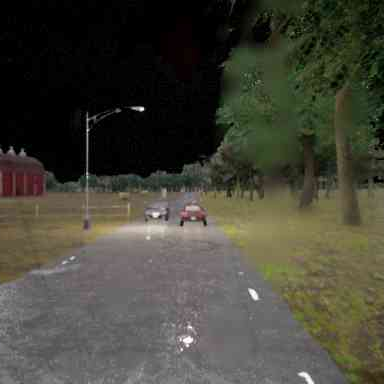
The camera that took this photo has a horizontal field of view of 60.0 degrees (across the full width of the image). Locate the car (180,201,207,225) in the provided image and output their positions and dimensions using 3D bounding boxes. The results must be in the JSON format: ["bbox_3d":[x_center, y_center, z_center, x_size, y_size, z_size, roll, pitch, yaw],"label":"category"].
[{"bbox_3d":[0.100,1.602,24.576,1.812,1.442,4.674,0,0,0],"label":"car"}]

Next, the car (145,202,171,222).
[{"bbox_3d":[-2.754,1.580,27.630,2.128,1.511,4.902,0,0,0],"label":"car"}]

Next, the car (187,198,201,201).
[{"bbox_3d":[0.098,1.476,42.100,2.097,1.767,4.553,0,0,0],"label":"car"}]
